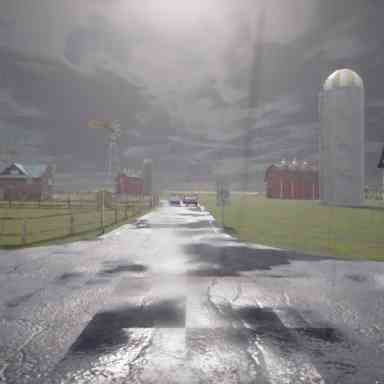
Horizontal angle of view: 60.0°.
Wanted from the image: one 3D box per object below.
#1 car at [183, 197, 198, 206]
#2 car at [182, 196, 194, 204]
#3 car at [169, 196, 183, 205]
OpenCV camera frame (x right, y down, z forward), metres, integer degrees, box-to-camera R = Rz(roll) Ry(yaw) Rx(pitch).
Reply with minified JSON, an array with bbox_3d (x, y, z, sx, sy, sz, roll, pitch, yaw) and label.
[{"bbox_3d":[-0.079,1.536,54.043,1.837,1.490,4.892,0,0,-2],"label":"car"},{"bbox_3d":[-0.748,1.589,64.173,1.994,1.385,4.181,0,0,-6],"label":"car"},{"bbox_3d":[-3.019,1.506,58.160,1.882,1.535,5.008,0,0,-2],"label":"car"}]
